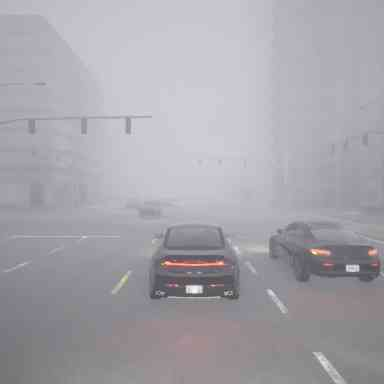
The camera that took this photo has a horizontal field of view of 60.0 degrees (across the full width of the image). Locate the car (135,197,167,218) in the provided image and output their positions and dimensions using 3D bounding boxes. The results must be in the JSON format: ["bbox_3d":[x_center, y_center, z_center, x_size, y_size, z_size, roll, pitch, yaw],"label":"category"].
[{"bbox_3d":[-3.590,1.477,30.101,1.882,1.535,5.008,0,0,0],"label":"car"}]

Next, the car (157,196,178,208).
[{"bbox_3d":[-3.579,1.547,49.228,2.033,1.411,5.357,0,0,0],"label":"car"}]

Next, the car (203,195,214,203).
[{"bbox_3d":[3.567,1.502,71.151,1.837,1.490,4.892,0,0,0],"label":"car"}]

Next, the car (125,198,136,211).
[{"bbox_3d":[-7.085,1.477,41.620,1.882,1.535,5.008,0,0,0],"label":"car"}]

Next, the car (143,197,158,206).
[{"bbox_3d":[-7.065,1.563,56.895,1.994,1.385,4.181,0,0,0],"label":"car"}]

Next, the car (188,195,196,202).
[{"bbox_3d":[0.025,1.364,73.917,2.128,1.511,4.902,0,0,0],"label":"car"}]

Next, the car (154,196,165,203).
[{"bbox_3d":[-6.975,1.529,71.886,2.033,1.411,5.357,0,0,0],"label":"car"}]

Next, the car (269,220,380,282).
[{"bbox_3d":[3.567,1.526,9.664,1.812,1.442,4.674,0,0,0],"label":"car"}]

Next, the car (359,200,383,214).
[{"bbox_3d":[20.858,1.547,35.520,5.357,1.411,2.033,0,0,1],"label":"car"}]

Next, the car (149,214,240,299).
[{"bbox_3d":[0.061,1.505,8.409,1.837,1.490,4.892,0,0,0],"label":"car"}]
